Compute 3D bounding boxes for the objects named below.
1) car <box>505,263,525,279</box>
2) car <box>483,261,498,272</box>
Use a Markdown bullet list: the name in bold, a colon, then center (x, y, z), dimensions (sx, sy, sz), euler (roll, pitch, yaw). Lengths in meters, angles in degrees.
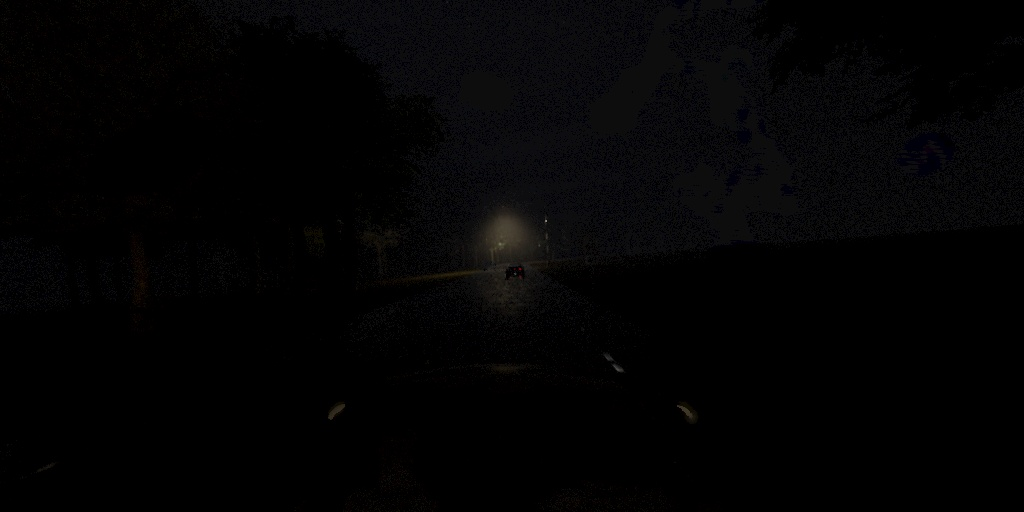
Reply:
- **car**: center (0.332, 1.482, 36.222), dimensions (2.128, 1.511, 4.902), euler (-4, 0, 1)
- **car**: center (-3.042, 1.388, 51.239), dimensions (1.812, 1.442, 4.674), euler (-4, 0, 1)
